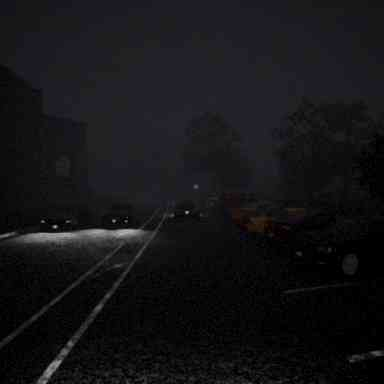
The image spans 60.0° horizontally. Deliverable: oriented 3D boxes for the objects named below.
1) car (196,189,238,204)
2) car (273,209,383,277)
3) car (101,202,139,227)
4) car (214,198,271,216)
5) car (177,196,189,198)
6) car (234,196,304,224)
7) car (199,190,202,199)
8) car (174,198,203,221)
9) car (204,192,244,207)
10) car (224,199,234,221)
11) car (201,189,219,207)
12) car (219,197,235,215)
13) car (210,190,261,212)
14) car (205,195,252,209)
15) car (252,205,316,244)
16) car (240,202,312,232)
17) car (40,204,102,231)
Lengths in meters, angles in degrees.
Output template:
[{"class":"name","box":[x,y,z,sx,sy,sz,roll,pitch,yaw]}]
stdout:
[{"class":"car","box":[3.687,0.622,48.592,5.566,2.045,2.435,0,2,-24]},{"class":"car","box":[5.248,1.442,9.972,5.008,1.535,2.097,1,1,-21]},{"class":"car","box":[-4.633,1.420,21.823,1.837,1.490,4.892,0,0,-2]},{"class":"car","box":[4.666,1.335,30.790,4.792,1.488,2.163,0,1,-23]},{"class":"car","box":[-1.195,1.171,42.075,1.895,1.301,4.718,0,2,-3]},{"class":"car","box":[5.083,1.281,18.894,4.553,1.767,2.185,1,1,-22]},{"class":"car","box":[3.831,0.709,45.595,5.566,2.045,2.435,0,2,-24]},{"class":"car","box":[-0.437,1.441,26.203,1.994,1.385,4.181,0,1,-2]},{"class":"car","box":[4.064,0.921,42.662,4.553,1.767,2.185,0,2,-24]},{"class":"car","box":[4.963,1.393,21.859,5.008,1.535,2.097,1,0,-22]},{"class":"car","box":[4.340,0.945,36.695,5.566,2.045,2.435,0,2,-23]},{"class":"car","box":[4.879,1.376,24.827,4.892,1.521,2.231,1,1,-22]},{"class":"car","box":[4.790,1.094,27.815,5.566,2.045,2.435,0,0,-22]},{"class":"car","box":[4.372,1.123,39.771,5.366,1.575,1.946,0,1,-23]},{"class":"car","box":[5.182,1.430,12.950,5.008,1.535,2.097,1,0,-21]},{"class":"car","box":[5.300,1.417,15.988,5.366,1.575,1.946,1,0,-21]},{"class":"car","box":[-7.384,1.470,20.417,2.033,1.411,5.357,0,0,-2]}]
